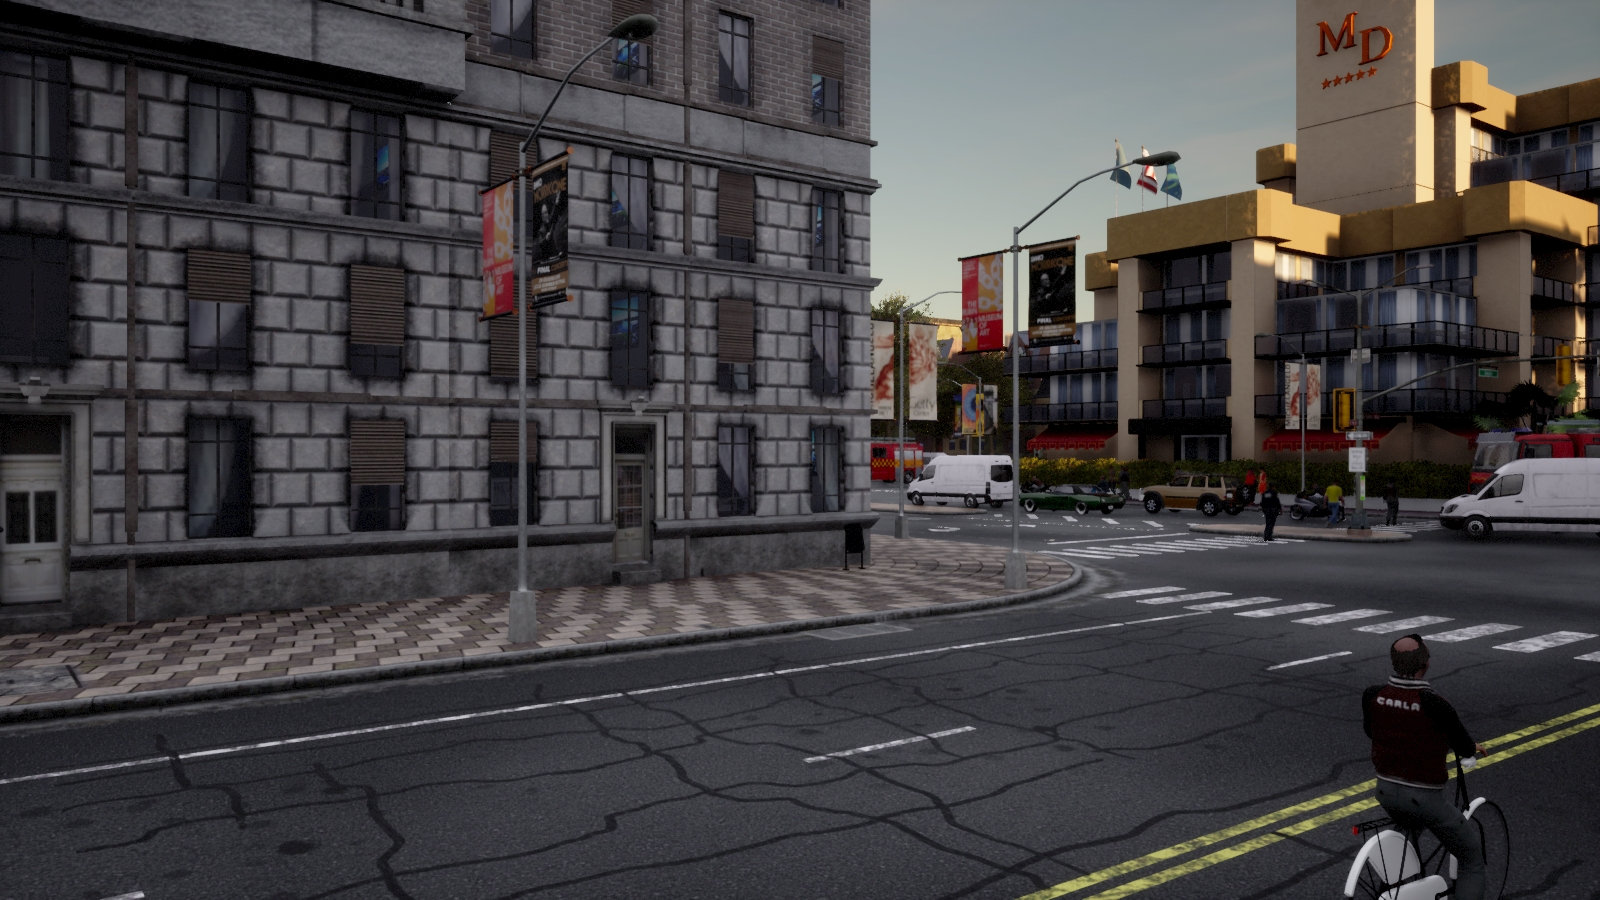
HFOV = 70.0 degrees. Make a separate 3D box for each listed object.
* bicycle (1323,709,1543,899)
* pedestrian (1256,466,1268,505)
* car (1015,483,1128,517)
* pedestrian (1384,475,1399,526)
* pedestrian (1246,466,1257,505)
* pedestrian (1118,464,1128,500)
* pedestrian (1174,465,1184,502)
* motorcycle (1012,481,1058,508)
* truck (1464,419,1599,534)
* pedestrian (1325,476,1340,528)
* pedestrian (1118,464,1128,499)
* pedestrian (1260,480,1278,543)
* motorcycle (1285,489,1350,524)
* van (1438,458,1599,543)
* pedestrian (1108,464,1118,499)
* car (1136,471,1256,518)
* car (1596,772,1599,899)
[{"bbox_3d":[3.626,2.210,6.476,1.835,1.171,0.329,0,0,-35],"label":"bicycle"},{"bbox_3d":[22.061,1.696,54.546,0.375,1.860,0.375,0,0,-31],"label":"pedestrian"},{"bbox_3d":[11.885,2.155,50.351,1.895,1.301,4.718,0,0,-37],"label":"car"},{"bbox_3d":[21.661,1.848,41.866,0.375,1.860,0.375,0,0,-41],"label":"pedestrian"},{"bbox_3d":[21.767,1.696,55.119,0.375,1.860,0.375,0,0,-44],"label":"pedestrian"},{"bbox_3d":[17.028,1.698,60.256,0.375,1.860,0.375,0,0,-37],"label":"pedestrian"},{"bbox_3d":[19.312,1.696,58.215,0.375,1.860,0.375,0,0,-30],"label":"pedestrian"},{"bbox_3d":[11.640,2.205,56.539,0.867,1.251,2.209,0,0,-37],"label":"motorcycle"},{"bbox_3d":[28.058,0.890,39.405,8.468,3.827,2.891,0,0,5],"label":"truck"},{"bbox_3d":[19.009,1.848,40.769,0.375,1.860,0.375,0,0,-41],"label":"pedestrian"},{"bbox_3d":[17.246,1.696,60.955,0.375,1.860,0.375,0,0,-37],"label":"pedestrian"},{"bbox_3d":[14.203,1.849,34.589,0.375,1.860,0.375,0,0,-41],"label":"pedestrian"},{"bbox_3d":[20.381,2.205,45.032,0.867,1.251,2.209,0,0,-40],"label":"motorcycle"},{"bbox_3d":[23.576,1.534,36.095,5.915,2.561,1.988,0,0,28],"label":"van"},{"bbox_3d":[16.824,1.696,61.500,0.375,1.860,0.375,0,0,-41],"label":"pedestrian"},{"bbox_3d":[17.034,1.864,49.374,1.932,1.855,4.605,0,0,-37],"label":"car"},{"bbox_3d":[4.999,1.754,3.274,6.274,2.098,2.390,0,0,-34],"label":"car"}]
